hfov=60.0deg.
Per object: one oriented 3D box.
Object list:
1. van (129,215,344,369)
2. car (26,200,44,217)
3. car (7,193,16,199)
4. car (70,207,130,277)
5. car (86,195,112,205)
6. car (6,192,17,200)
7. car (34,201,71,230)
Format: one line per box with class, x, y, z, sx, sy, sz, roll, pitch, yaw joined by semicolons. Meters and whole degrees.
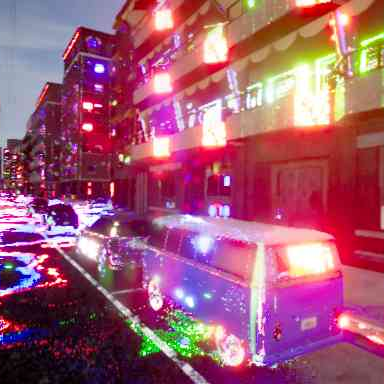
van;0.496;1.359;5.668;1.690;1.788;3.998;1;0;-31
car;-13.593;1.394;29.476;2.008;1.369;4.403;1;0;-31
car;-44.233;1.047;81.262;1.752;1.417;4.829;1;0;-31
car;-2.323;1.423;10.430;1.967;1.590;4.097;1;0;-31
car;-14.233;1.229;51.645;4.403;1.369;2.008;0;1;-31
car;-41.335;1.115;76.363;1.947;1.339;4.313;1;0;-31
car;-7.958;1.462;19.953;2.008;1.369;4.403;1;0;-31
